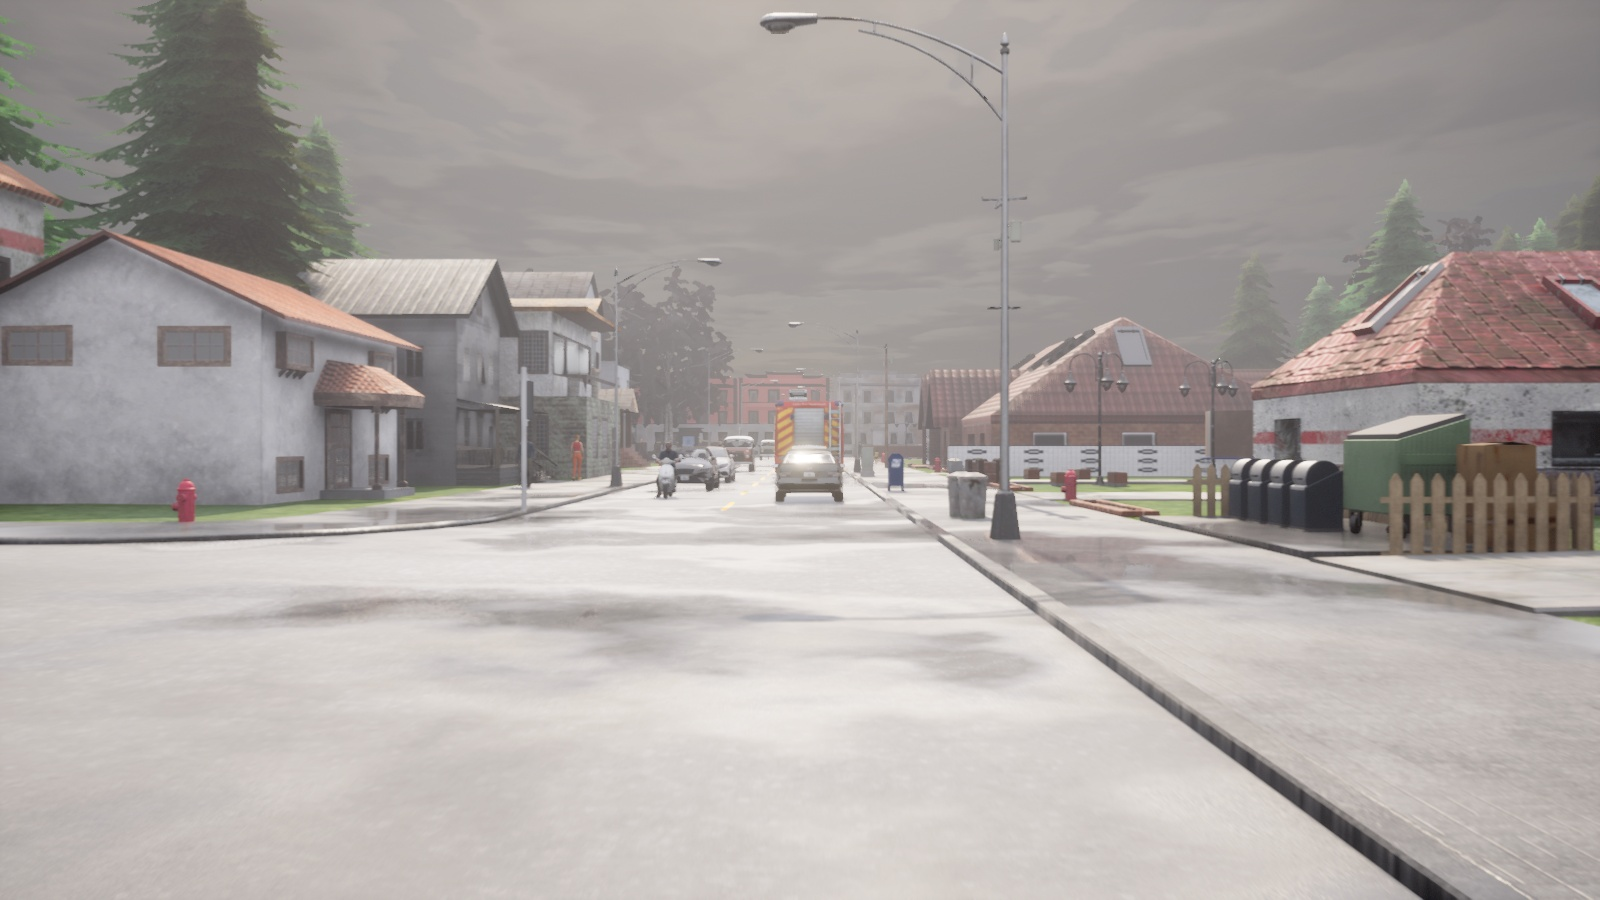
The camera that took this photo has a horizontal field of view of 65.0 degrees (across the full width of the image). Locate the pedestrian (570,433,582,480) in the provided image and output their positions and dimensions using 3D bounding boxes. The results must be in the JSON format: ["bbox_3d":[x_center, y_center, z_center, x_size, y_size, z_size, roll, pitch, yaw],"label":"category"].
[{"bbox_3d":[-8.876,0.260,49.873,0.345,1.836,0.594,0,0,3],"label":"pedestrian"}]

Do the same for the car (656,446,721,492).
[{"bbox_3d":[-3.702,0.597,42.330,1.816,1.474,4.193,0,0,0],"label":"car"}]

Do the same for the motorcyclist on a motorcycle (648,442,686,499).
[{"bbox_3d":[-3.754,0.562,35.620,0.866,1.590,1.817,0,0,0],"label":"motorcyclist on a motorcycle"}]

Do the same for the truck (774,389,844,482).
[{"bbox_3d":[0.391,-0.629,55.959,2.891,3.827,8.468,0,0,0],"label":"truck"}]

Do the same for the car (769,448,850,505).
[{"bbox_3d":[0.245,0.664,34.312,2.033,1.411,5.357,0,0,0],"label":"car"}]

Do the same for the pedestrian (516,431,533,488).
[{"bbox_3d":[-8.940,0.294,40.743,0.370,1.835,0.726,0,0,1],"label":"pedestrian"}]

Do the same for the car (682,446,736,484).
[{"bbox_3d":[-3.645,0.576,51.083,1.812,1.442,4.674,0,0,1],"label":"car"}]

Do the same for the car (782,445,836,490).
[{"bbox_3d":[0.314,0.583,44.663,1.837,1.490,4.892,0,0,0],"label":"car"}]

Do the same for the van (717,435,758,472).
[{"bbox_3d":[-3.507,0.196,71.399,2.069,2.038,4.480,0,0,0],"label":"van"}]
